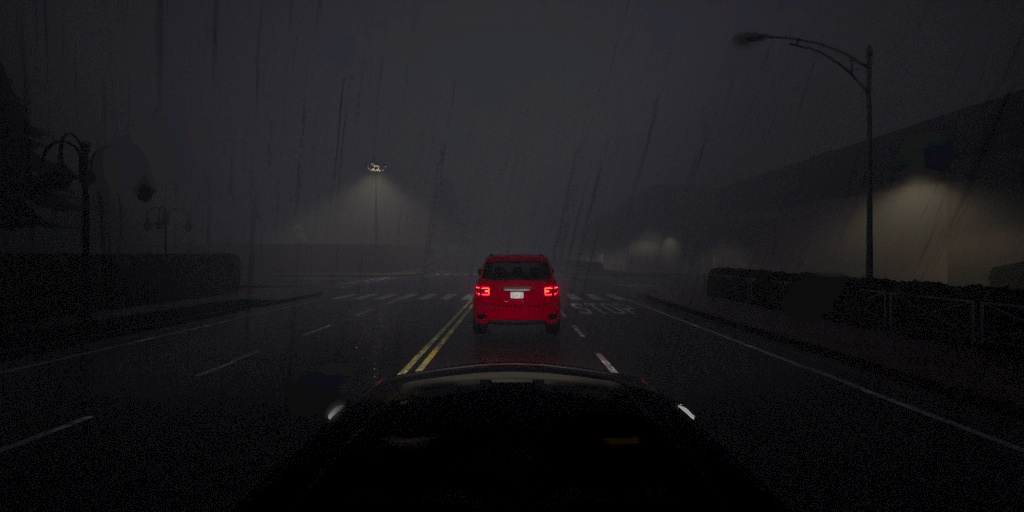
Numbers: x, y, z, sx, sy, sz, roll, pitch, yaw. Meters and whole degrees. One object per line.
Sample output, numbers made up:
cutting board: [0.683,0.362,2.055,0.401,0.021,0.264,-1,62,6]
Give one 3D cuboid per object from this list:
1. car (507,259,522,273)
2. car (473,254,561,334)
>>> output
car: [0.338,1.228,45.572,1.882,1.535,5.008,0,0,1]
car: [0.118,0.971,10.719,2.150,2.045,5.566,0,0,0]
